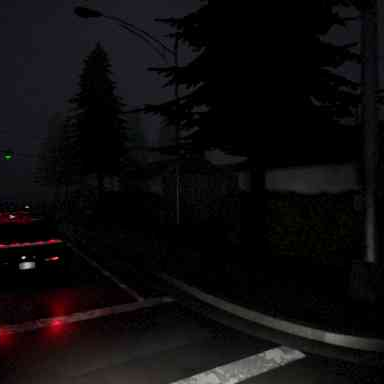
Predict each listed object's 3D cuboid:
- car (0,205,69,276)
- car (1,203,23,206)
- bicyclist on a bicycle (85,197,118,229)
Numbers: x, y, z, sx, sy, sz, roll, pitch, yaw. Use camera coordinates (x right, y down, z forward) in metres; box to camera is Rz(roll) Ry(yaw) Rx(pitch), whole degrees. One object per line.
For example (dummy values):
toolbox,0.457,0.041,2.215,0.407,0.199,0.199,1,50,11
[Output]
car,-4.622,1.317,9.071,2.128,1.511,4.902,-1,1,-29
car,-11.092,1.361,20.520,1.994,1.385,4.181,-1,0,-29
bicyclist on a bicycle,-4.568,1.058,16.787,1.656,1.620,0.582,-1,1,-30
